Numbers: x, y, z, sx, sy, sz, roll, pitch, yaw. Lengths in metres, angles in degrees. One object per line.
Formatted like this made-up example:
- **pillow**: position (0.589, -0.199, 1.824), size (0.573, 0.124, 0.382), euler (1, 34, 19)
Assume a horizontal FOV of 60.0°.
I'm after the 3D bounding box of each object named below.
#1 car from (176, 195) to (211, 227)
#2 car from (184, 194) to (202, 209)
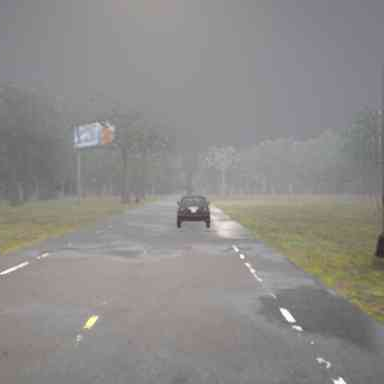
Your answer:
- **car**: position (0.095, 1.190, 22.753), size (2.150, 2.045, 5.566), euler (0, 1, 0)
- **car**: position (0.092, 1.132, 41.976), size (2.097, 1.767, 4.553), euler (0, 1, 0)
